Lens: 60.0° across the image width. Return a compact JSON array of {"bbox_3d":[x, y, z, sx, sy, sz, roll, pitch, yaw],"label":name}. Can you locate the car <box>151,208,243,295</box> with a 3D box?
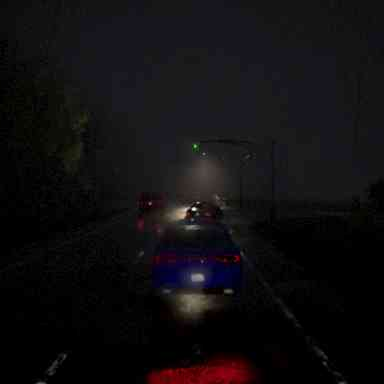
[{"bbox_3d":[0.100,1.415,8.608,1.882,1.535,5.008,0,0,0],"label":"car"}]

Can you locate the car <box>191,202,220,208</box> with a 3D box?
[{"bbox_3d":[0.970,1.384,22.785,2.033,1.411,5.357,0,0,14],"label":"car"}]

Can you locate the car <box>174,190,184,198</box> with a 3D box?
[{"bbox_3d":[-3.513,0.715,86.635,2.097,1.767,4.553,0,0,0],"label":"car"}]

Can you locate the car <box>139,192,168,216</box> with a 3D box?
[{"bbox_3d":[-3.404,1.008,29.859,2.150,2.045,5.566,0,1,0],"label":"car"}]

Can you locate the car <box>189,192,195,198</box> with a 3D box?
[{"bbox_3d":[-0.014,0.800,94.412,1.837,1.490,4.892,0,0,0],"label":"car"}]
